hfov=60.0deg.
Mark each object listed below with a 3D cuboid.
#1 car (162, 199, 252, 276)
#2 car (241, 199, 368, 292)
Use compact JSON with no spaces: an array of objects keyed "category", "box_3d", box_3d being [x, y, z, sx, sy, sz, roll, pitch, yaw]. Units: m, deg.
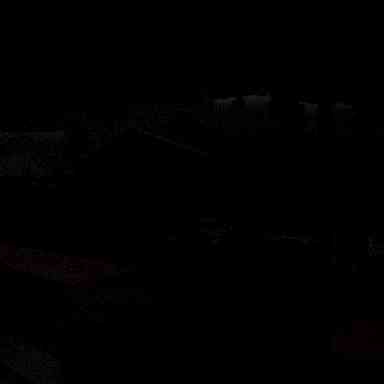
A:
[{"category":"car","box_3d":[0.995,1.166,9.845,1.905,1.878,3.866,0,0,35]},{"category":"car","box_3d":[3.270,1.170,8.707,1.932,1.855,4.605,0,0,35]}]
